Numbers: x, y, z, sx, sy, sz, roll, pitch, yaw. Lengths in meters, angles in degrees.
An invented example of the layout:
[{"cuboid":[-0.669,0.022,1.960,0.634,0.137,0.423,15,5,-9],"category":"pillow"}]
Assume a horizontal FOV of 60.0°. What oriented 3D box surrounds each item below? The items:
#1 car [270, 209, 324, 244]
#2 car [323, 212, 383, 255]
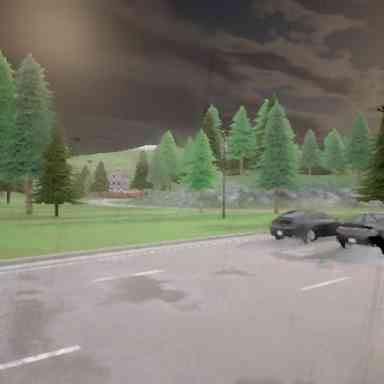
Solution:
[{"cuboid":[5.980,1.642,16.691,4.892,1.490,1.837,0,0,-36],"category":"car"},{"cuboid":[7.977,1.627,13.856,4.902,1.511,2.128,1,0,-35],"category":"car"}]
